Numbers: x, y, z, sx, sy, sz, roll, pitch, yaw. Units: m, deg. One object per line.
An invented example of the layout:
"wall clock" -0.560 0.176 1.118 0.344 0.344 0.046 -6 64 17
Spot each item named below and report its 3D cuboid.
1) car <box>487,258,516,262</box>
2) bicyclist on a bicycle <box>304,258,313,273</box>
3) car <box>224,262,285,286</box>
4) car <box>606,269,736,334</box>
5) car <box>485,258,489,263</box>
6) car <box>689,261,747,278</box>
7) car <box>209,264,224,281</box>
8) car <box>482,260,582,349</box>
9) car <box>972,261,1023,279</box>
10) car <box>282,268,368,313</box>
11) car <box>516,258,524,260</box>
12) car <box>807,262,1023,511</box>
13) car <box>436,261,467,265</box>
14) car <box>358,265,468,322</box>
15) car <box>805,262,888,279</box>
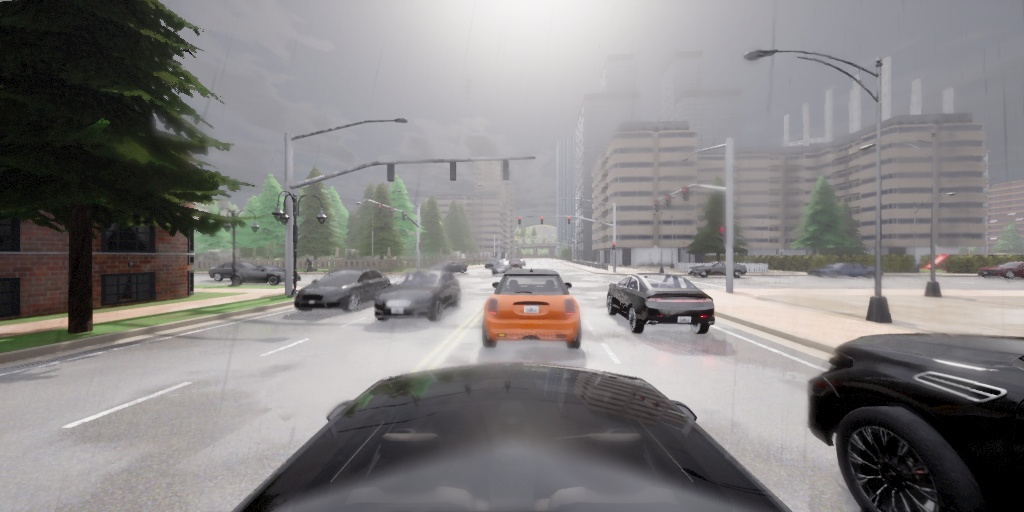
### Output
"car" -0.908 1.243 36.670 2.128 1.511 4.902 0 0 5
"bicyclist on a bicycle" -22.756 1.051 40.073 0.582 1.620 1.656 0 0 4
"car" -17.216 1.314 25.156 4.181 1.385 1.994 0 0 4
"car" 4.093 1.241 10.614 2.128 1.511 4.902 0 0 4
"car" -3.003 1.101 55.060 2.097 1.767 4.553 0 0 4
"car" 19.004 1.241 33.271 4.902 1.511 2.128 0 0 4
"car" -21.704 1.255 28.993 4.892 1.490 1.837 0 0 4
"car" 0.518 1.102 9.387 2.097 1.767 4.553 0 0 3
"car" 44.247 1.228 31.433 5.008 1.535 1.882 0 0 4
"car" -6.391 1.255 14.155 1.837 1.490 4.892 0 0 4
"car" 0.483 1.101 54.746 2.097 1.767 4.553 0 0 4
"car" 3.709 0.971 0.777 2.150 2.045 5.566 0 0 0
"car" -6.678 1.243 37.605 2.128 1.511 4.902 1 0 33
"car" -3.001 1.241 12.353 2.128 1.511 4.902 0 0 4
"car" 30.151 1.298 32.468 5.357 1.411 2.033 0 0 4
